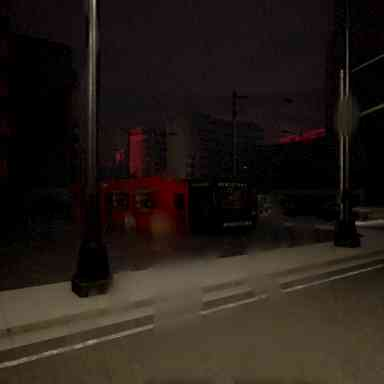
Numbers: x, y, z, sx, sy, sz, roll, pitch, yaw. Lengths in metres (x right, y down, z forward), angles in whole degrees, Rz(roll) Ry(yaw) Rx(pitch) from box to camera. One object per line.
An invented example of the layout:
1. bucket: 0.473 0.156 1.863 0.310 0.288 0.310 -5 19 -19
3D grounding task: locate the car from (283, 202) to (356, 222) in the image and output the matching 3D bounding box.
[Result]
1. car: 10.173 1.657 27.440 2.033 1.411 5.357 0 -1 -38

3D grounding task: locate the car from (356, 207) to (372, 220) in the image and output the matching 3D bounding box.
1. car: 13.235 1.634 29.211 1.812 1.442 4.674 0 -1 -36
